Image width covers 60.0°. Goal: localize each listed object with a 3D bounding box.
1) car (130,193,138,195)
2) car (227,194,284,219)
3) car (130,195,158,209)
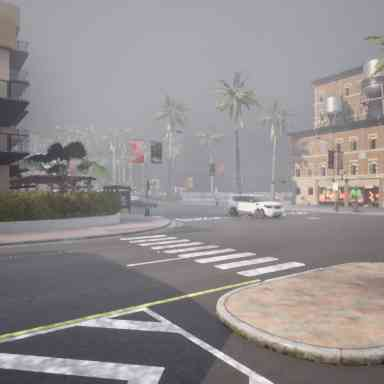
[{"bbox_3d":[-12.685,1.221,67.362,2.150,2.045,5.566,0,0,-38],"label":"car"},{"bbox_3d":[5.442,1.224,29.335,2.150,2.045,5.566,0,0,-35],"label":"car"},{"bbox_3d":[-6.747,1.547,46.720,2.033,1.411,5.357,0,0,-35],"label":"car"}]
